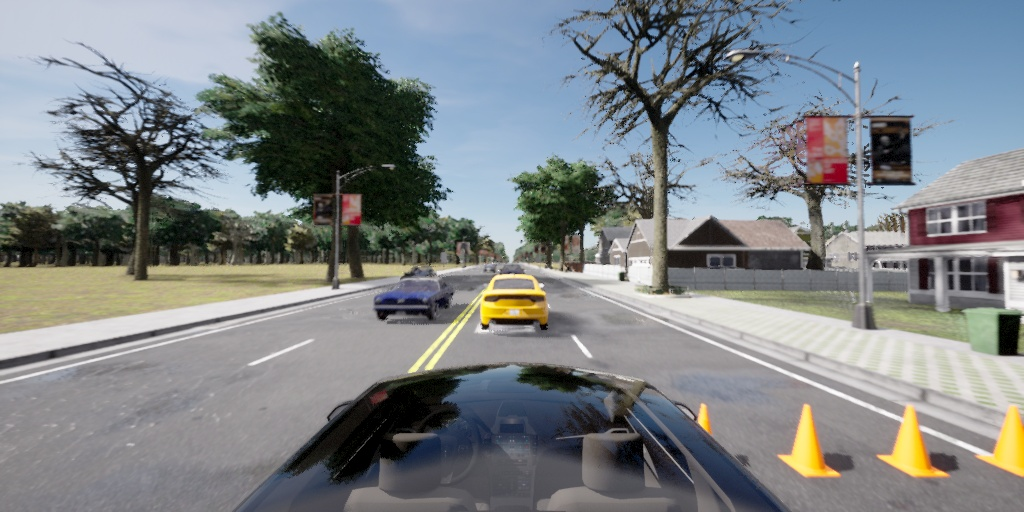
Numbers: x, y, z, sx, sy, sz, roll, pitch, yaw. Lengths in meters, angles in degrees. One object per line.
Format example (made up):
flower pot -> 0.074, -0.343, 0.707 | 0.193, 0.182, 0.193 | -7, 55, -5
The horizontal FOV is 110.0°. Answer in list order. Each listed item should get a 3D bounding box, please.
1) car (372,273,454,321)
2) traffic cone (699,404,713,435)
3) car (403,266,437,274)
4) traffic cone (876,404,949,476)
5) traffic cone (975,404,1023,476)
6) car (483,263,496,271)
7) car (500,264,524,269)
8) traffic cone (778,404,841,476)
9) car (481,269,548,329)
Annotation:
car -> -3.397, 1.473, 13.162 | 1.895, 1.301, 4.718 | 0, -1, 0
traffic cone -> 1.852, 1.730, 3.454 | 0.340, 0.580, 0.340 | 0, 0, 0
car -> -6.686, 1.513, 26.227 | 2.128, 1.511, 4.902 | 0, -1, 0
traffic cone -> 3.852, 1.735, 3.461 | 0.340, 0.580, 0.340 | 0, 0, 0
traffic cone -> 4.852, 1.738, 3.464 | 0.340, 0.580, 0.340 | 0, 0, 0
car -> -3.487, 1.899, 56.091 | 2.128, 1.511, 4.902 | 0, -1, 0
car -> 0.002, 1.440, 30.039 | 2.097, 1.767, 4.553 | 0, -1, 0
traffic cone -> 2.852, 1.733, 3.458 | 0.340, 0.580, 0.340 | 0, 0, 0
car -> 0.059, 1.343, 11.810 | 1.882, 1.535, 5.008 | 0, -1, 0
